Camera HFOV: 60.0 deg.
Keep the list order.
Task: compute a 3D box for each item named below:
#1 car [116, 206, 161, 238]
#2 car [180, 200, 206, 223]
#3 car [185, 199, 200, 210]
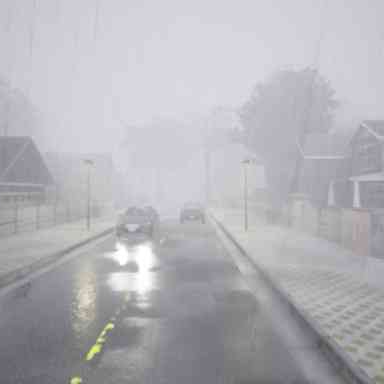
[{"bbox_3d":[-2.787,1.512,18.031,2.128,1.511,4.902,0,0,0],"label":"car"},{"bbox_3d":[0.053,1.554,25.572,1.812,1.442,4.674,0,0,1],"label":"car"},{"bbox_3d":[0.093,1.651,43.793,1.895,1.301,4.718,0,0,0],"label":"car"}]
